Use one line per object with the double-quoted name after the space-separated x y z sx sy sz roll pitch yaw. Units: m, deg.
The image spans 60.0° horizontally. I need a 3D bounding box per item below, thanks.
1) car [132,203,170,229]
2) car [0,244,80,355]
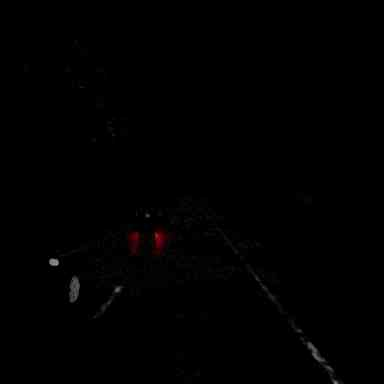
-2.744 1.543 23.191 2.097 1.767 4.553 0 -1 2 "car"
-3.303 1.520 5.044 1.882 1.535 5.008 0 0 1 "car"
